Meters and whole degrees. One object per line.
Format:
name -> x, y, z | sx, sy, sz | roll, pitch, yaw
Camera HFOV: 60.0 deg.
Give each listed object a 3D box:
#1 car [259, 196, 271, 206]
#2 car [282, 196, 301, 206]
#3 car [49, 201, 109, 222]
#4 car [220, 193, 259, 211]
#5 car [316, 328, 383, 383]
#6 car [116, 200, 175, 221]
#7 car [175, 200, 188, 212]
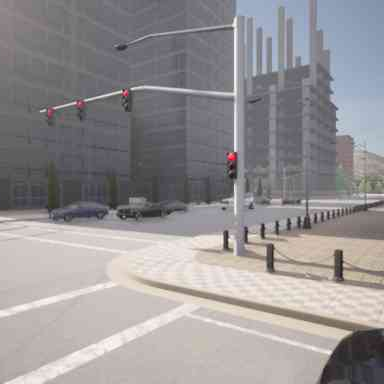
car -> 10.800, 1.417, 52.617 | 2.128, 1.511, 4.902 | 0, 0, 36
car -> 16.192, 1.448, 54.043 | 1.882, 1.535, 5.008 | 0, 0, 36
car -> -8.633, 1.450, 25.765 | 1.812, 1.442, 4.674 | 0, 0, 38
car -> 5.423, 1.145, 39.266 | 2.150, 2.045, 5.566 | 0, 1, 36
car -> 2.869, 1.565, 1.922 | 4.181, 1.385, 1.994 | 0, 0, 36
car -> -3.763, 1.529, 26.523 | 1.895, 1.301, 4.718 | 0, 0, 36
car -> -2.245, 1.489, 34.616 | 1.994, 1.385, 4.181 | 0, 0, 36
